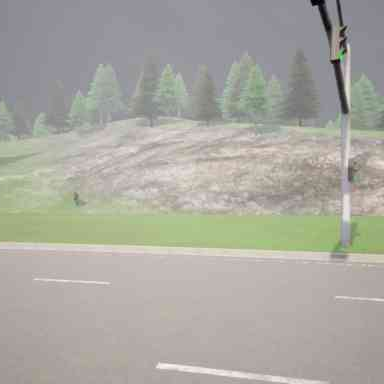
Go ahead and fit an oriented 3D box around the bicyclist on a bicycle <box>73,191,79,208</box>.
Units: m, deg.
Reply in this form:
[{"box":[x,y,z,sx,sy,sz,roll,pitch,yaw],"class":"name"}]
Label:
[{"box":[-12.118,0.757,34.847,0.582,1.620,1.656,-3,15,-7],"class":"bicyclist on a bicycle"}]
